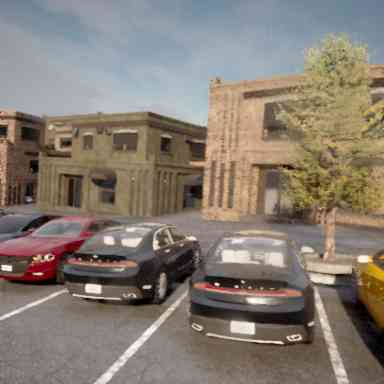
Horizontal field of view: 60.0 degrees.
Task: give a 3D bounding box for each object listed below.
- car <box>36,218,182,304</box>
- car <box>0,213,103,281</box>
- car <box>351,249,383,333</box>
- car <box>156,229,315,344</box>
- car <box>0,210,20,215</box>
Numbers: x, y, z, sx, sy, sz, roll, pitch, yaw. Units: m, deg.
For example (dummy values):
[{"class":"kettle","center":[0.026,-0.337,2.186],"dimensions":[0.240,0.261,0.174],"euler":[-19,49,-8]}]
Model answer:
[{"class":"car","center":[-1.110,1.477,8.221],"dimensions":[2.231,1.521,4.892],"euler":[0,-1,15]},{"class":"car","center":[-3.498,1.479,9.927],"dimensions":[2.097,1.535,5.008],"euler":[0,-1,15]},{"class":"car","center":[3.677,1.470,4.823],"dimensions":[2.097,1.535,5.008],"euler":[0,-1,15]},{"class":"car","center":[1.281,1.474,6.522],"dimensions":[2.231,1.521,4.892],"euler":[0,-1,15]},{"class":"car","center":[-5.909,1.512,11.587],"dimensions":[2.163,1.488,4.792],"euler":[0,-1,15]}]
